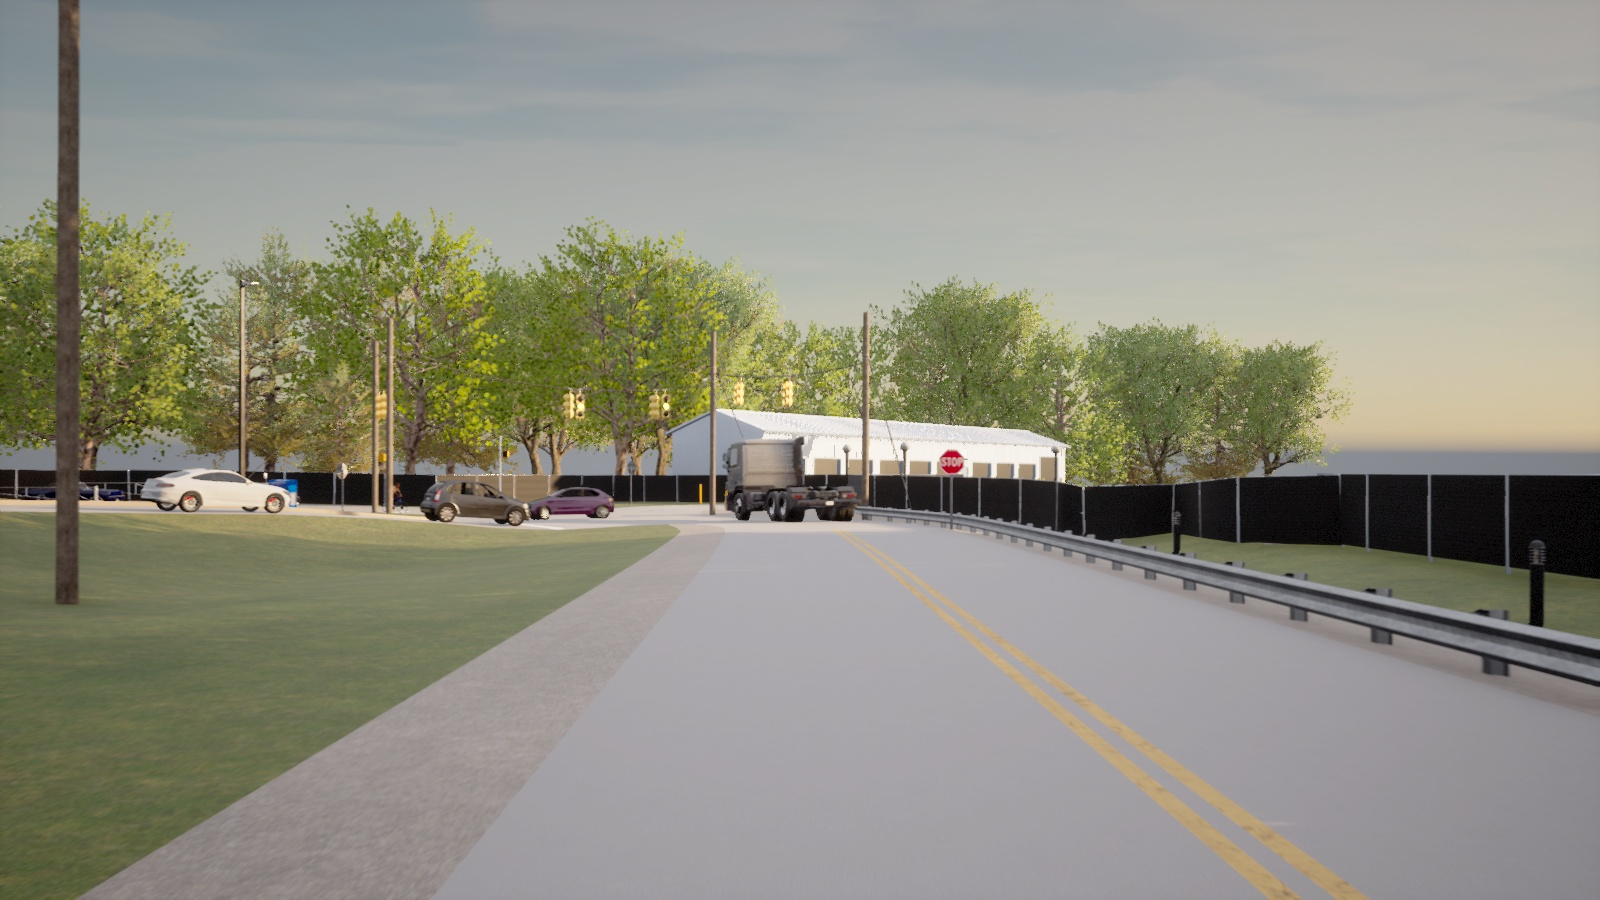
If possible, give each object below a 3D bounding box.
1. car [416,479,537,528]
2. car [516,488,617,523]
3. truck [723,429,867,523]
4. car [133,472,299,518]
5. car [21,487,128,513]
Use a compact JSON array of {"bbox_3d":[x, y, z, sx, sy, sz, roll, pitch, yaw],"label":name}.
[{"bbox_3d":[-12.342,2.067,47.977,3.988,1.617,1.851,5,-3,-33],"label":"car"},{"bbox_3d":[-10.727,2.561,57.707,4.193,1.474,1.816,0,-3,-27],"label":"car"},{"bbox_3d":[-0.397,1.112,50.252,2.891,3.462,7.936,-1,-2,-22],"label":"truck"},{"bbox_3d":[-19.464,1.522,42.030,1.812,1.442,4.674,0,-3,39],"label":"car"},{"bbox_3d":[-39.400,2.707,68.279,4.718,1.301,1.895,0,0,-4],"label":"car"}]
